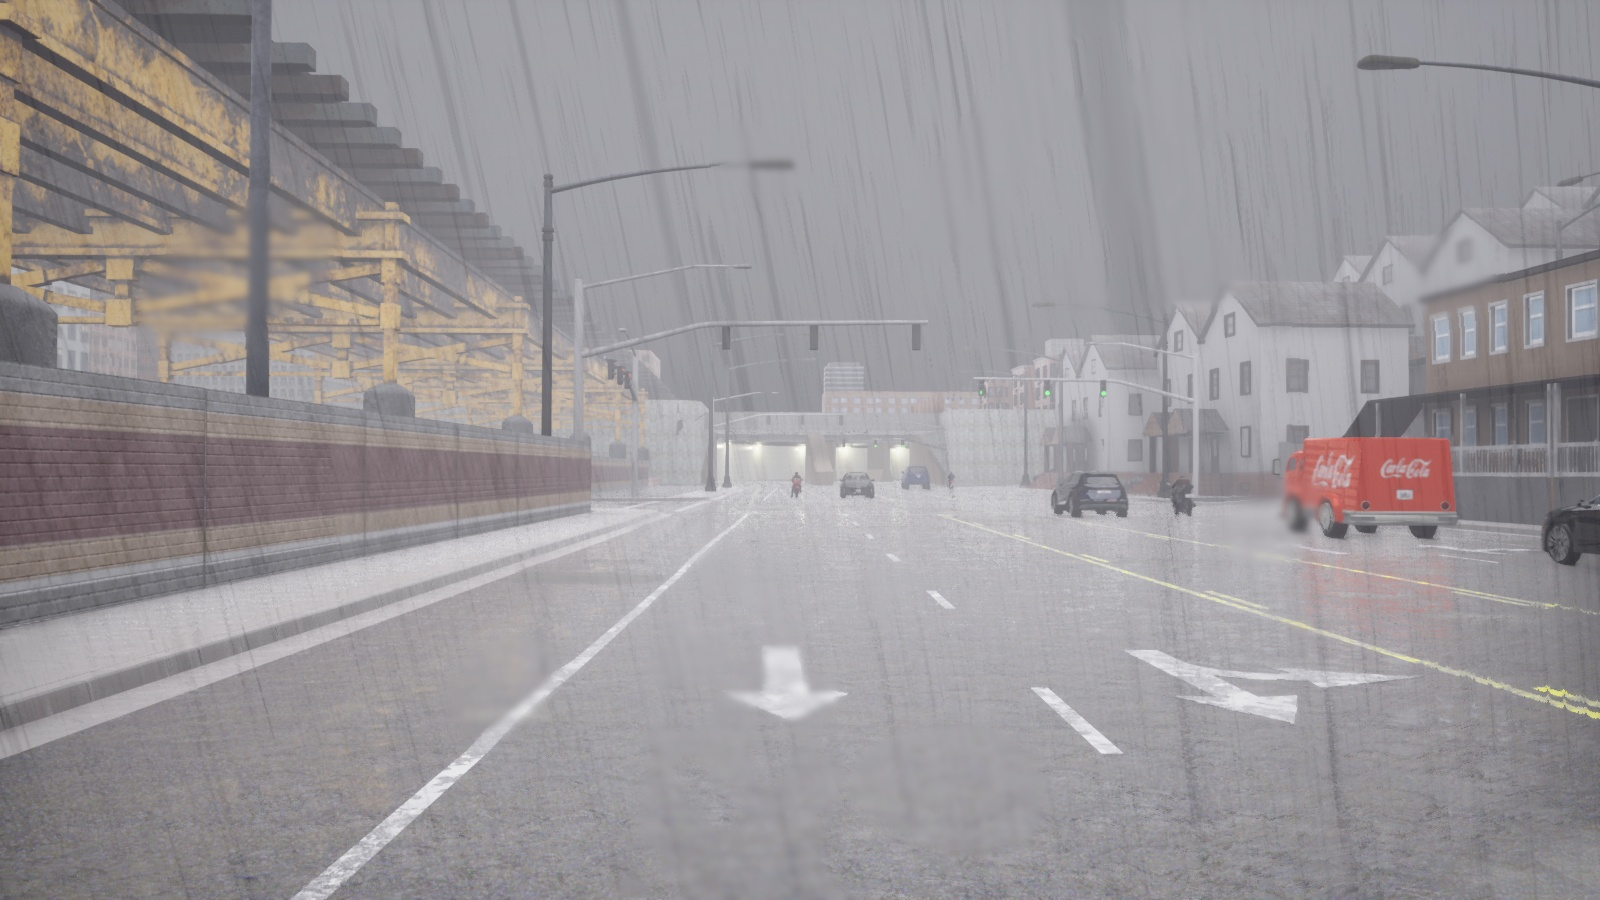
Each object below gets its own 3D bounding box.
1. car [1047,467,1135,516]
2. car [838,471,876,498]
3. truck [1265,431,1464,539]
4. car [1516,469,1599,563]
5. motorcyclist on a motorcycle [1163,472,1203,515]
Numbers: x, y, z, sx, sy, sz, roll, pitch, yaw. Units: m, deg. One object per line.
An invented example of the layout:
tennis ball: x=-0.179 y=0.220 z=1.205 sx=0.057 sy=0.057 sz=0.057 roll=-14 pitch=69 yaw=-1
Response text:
car: x=10.392 y=1.460 z=45.180 sx=2.033 sy=1.649 sz=4.856 roll=0 pitch=-1 yaw=0
car: x=3.323 y=1.983 z=73.710 sx=2.007 sy=1.525 sz=4.514 roll=0 pitch=-1 yaw=0
truck: x=13.922 y=0.811 z=31.438 sx=2.627 sy=2.467 sz=5.204 roll=0 pitch=0 yaw=0
car: x=13.954 y=1.053 z=20.142 sx=2.128 sy=1.511 sz=4.902 roll=0 pitch=-1 yaw=0
motorcyclist on a motorcycle: x=13.960 y=1.562 z=45.864 sx=0.866 sy=1.530 sz=2.191 roll=0 pitch=-1 yaw=2
